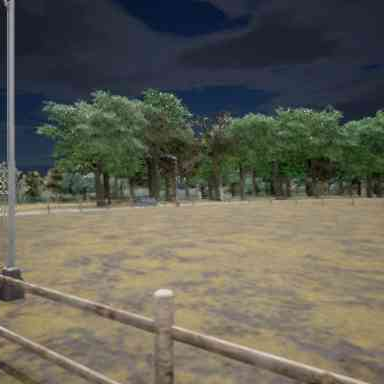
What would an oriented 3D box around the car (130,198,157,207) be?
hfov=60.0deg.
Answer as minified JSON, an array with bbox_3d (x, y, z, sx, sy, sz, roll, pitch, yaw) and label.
[{"bbox_3d":[-7.431,1.585,51.300,4.181,1.385,1.994,-1,-1,-44],"label":"car"}]
